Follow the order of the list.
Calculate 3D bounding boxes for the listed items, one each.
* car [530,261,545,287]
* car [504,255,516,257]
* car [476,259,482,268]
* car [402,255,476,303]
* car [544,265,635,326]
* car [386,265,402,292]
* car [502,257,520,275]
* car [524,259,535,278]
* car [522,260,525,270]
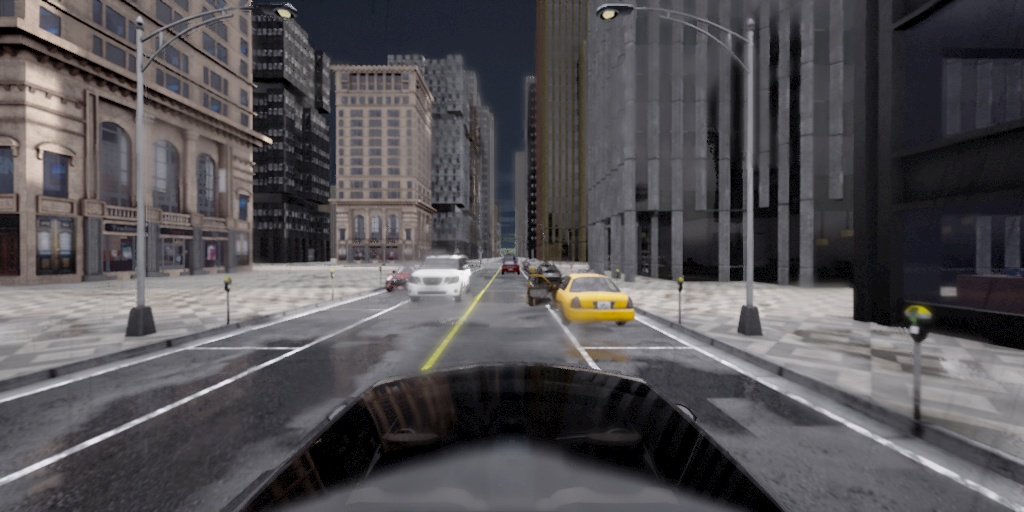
[{"bbox_3d":[2.636,1.298,26.587,1.948,1.339,4.313,0,0,0],"label":"car"},{"bbox_3d":[-0.231,0.919,50.659,2.150,2.045,5.566,0,-1,0],"label":"car"},{"bbox_3d":[-6.068,1.238,60.386,2.007,1.370,4.403,0,0,0],"label":"car"},{"bbox_3d":[-3.177,0.962,16.893,2.150,2.045,5.566,0,0,0],"label":"car"},{"bbox_3d":[2.303,1.201,11.589,1.801,1.575,5.366,0,0,0],"label":"car"},{"bbox_3d":[-5.860,1.177,20.899,1.967,1.591,4.097,0,0,0],"label":"car"},{"bbox_3d":[-0.119,1.196,38.845,1.882,1.535,5.008,0,0,0],"label":"car"},{"bbox_3d":[2.575,1.245,38.039,1.751,1.417,4.829,0,0,0],"label":"car"},{"bbox_3d":[2.547,1.263,43.509,2.007,1.370,4.403,0,0,0],"label":"car"}]
